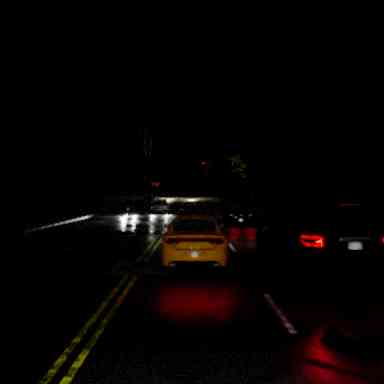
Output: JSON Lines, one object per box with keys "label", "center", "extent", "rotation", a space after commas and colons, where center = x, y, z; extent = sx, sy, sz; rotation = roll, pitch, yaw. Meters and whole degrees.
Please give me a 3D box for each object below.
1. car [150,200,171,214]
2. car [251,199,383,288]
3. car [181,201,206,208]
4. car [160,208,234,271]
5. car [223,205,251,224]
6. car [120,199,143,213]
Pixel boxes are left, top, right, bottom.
{"label": "car", "center": [-3.321, 1.543, 35.427], "extent": [1.812, 1.442, 4.674], "rotation": [0, 0, 0]}
{"label": "car", "center": [3.312, 1.221, 9.382], "extent": [2.150, 2.045, 5.566], "rotation": [0, -1, 0]}
{"label": "car", "center": [0.080, 1.492, 27.049], "extent": [1.882, 1.535, 5.008], "rotation": [0, 0, 0]}
{"label": "car", "center": [0.072, 1.484, 10.943], "extent": [1.882, 1.535, 5.008], "rotation": [0, -1, 0]}
{"label": "car", "center": [3.316, 1.614, 24.643], "extent": [1.895, 1.301, 4.718], "rotation": [0, 0, 0]}
{"label": "car", "center": [-6.564, 1.512, 36.612], "extent": [2.128, 1.511, 4.902], "rotation": [0, 0, 0]}
